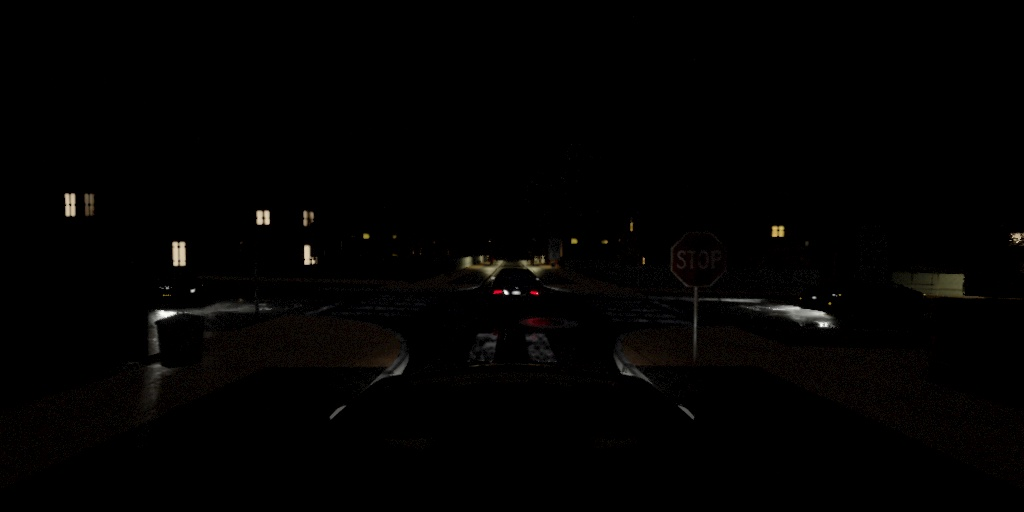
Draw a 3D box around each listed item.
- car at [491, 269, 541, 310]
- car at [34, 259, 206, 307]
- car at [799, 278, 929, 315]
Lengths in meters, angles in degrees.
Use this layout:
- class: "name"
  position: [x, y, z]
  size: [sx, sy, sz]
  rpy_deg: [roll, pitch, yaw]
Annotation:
- class: "car"
  position: [0.137, 1.218, 14.434]
  size: [2.033, 1.411, 5.357]
  rpy_deg: [2, 1, 0]
- class: "car"
  position: [-13.167, 0.859, 12.049]
  size: [4.892, 1.490, 1.837]
  rpy_deg: [2, 1, 0]
- class: "car"
  position: [14.764, 1.634, 15.171]
  size: [4.181, 1.385, 1.994]
  rpy_deg: [2, 1, -1]
